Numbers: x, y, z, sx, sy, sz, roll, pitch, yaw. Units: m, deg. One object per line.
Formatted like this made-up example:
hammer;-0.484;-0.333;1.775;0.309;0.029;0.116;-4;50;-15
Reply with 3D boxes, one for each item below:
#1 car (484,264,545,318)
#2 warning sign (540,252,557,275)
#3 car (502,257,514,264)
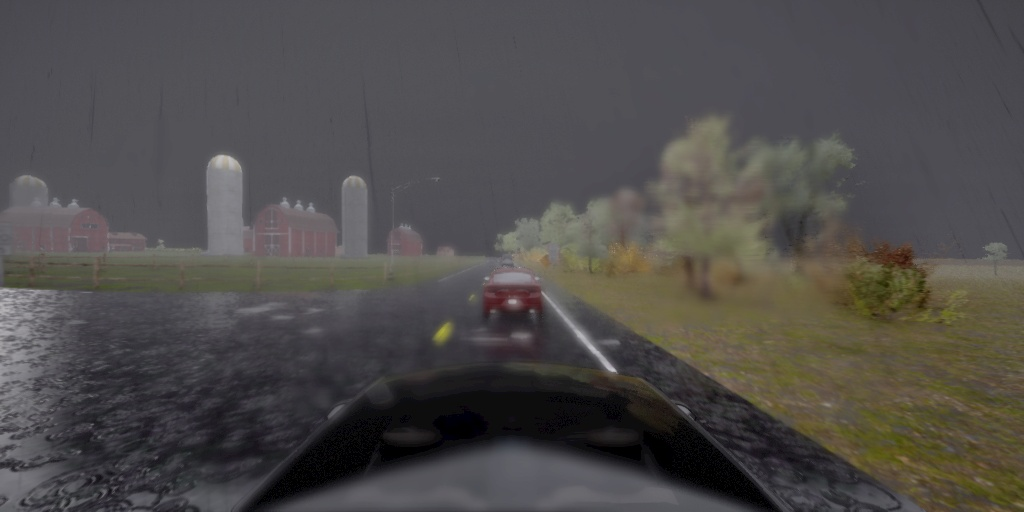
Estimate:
car;0.069;1.215;12.949;1.882;1.535;5.008;0;0;0
warning sign;3.371;0.829;34.463;1.300;1.860;1.060;0;0;-1
car;-0.596;1.256;61.565;1.994;1.385;4.181;0;0;-1
